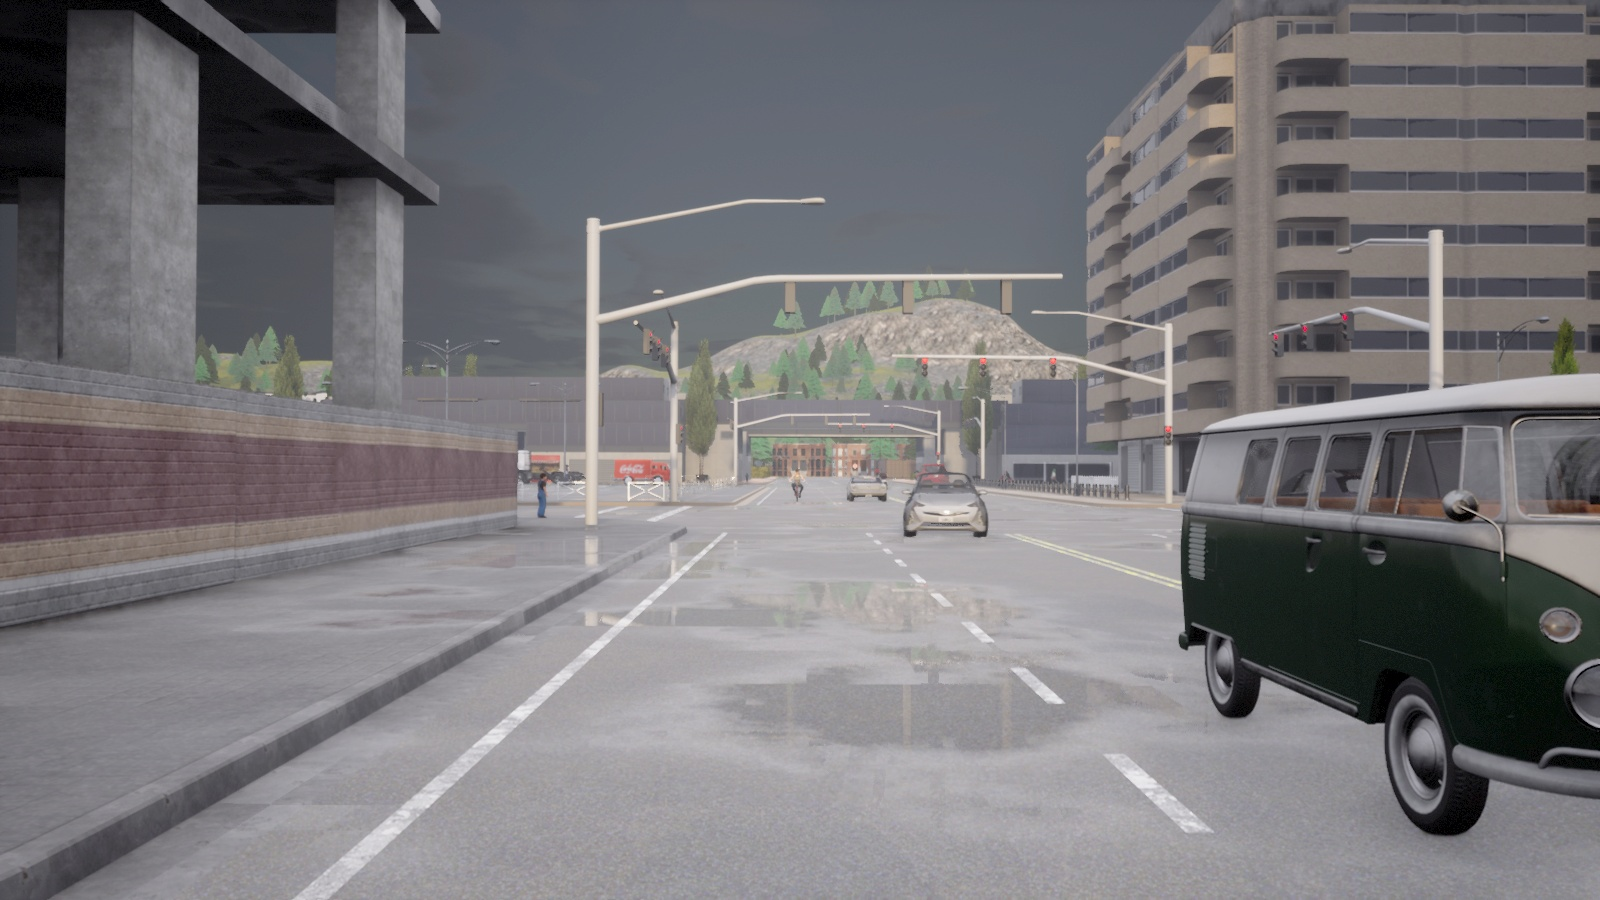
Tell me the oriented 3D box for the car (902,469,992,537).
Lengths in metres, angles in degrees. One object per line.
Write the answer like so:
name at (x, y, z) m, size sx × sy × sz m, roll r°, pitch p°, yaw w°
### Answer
car at (3.490, 1.223, 30.425) m, size 2.007 × 1.525 × 4.514 m, roll 0°, pitch -1°, yaw 5°

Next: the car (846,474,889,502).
car at (3.363, 1.896, 63.558) m, size 1.895 × 1.301 × 4.718 m, roll 0°, pitch -1°, yaw 0°

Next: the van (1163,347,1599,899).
van at (3.485, 0.657, 6.721) m, size 1.775 × 1.987 × 4.442 m, roll 0°, pitch -1°, yaw 0°

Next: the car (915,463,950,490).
car at (10.288, 2.024, 97.874) m, size 2.150 × 2.045 × 5.566 m, roll 0°, pitch -1°, yaw 0°

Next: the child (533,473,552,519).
child at (-7.161, 1.265, 34.947) m, size 0.437 × 1.263 × 0.270 m, roll 0°, pitch -1°, yaw -36°
